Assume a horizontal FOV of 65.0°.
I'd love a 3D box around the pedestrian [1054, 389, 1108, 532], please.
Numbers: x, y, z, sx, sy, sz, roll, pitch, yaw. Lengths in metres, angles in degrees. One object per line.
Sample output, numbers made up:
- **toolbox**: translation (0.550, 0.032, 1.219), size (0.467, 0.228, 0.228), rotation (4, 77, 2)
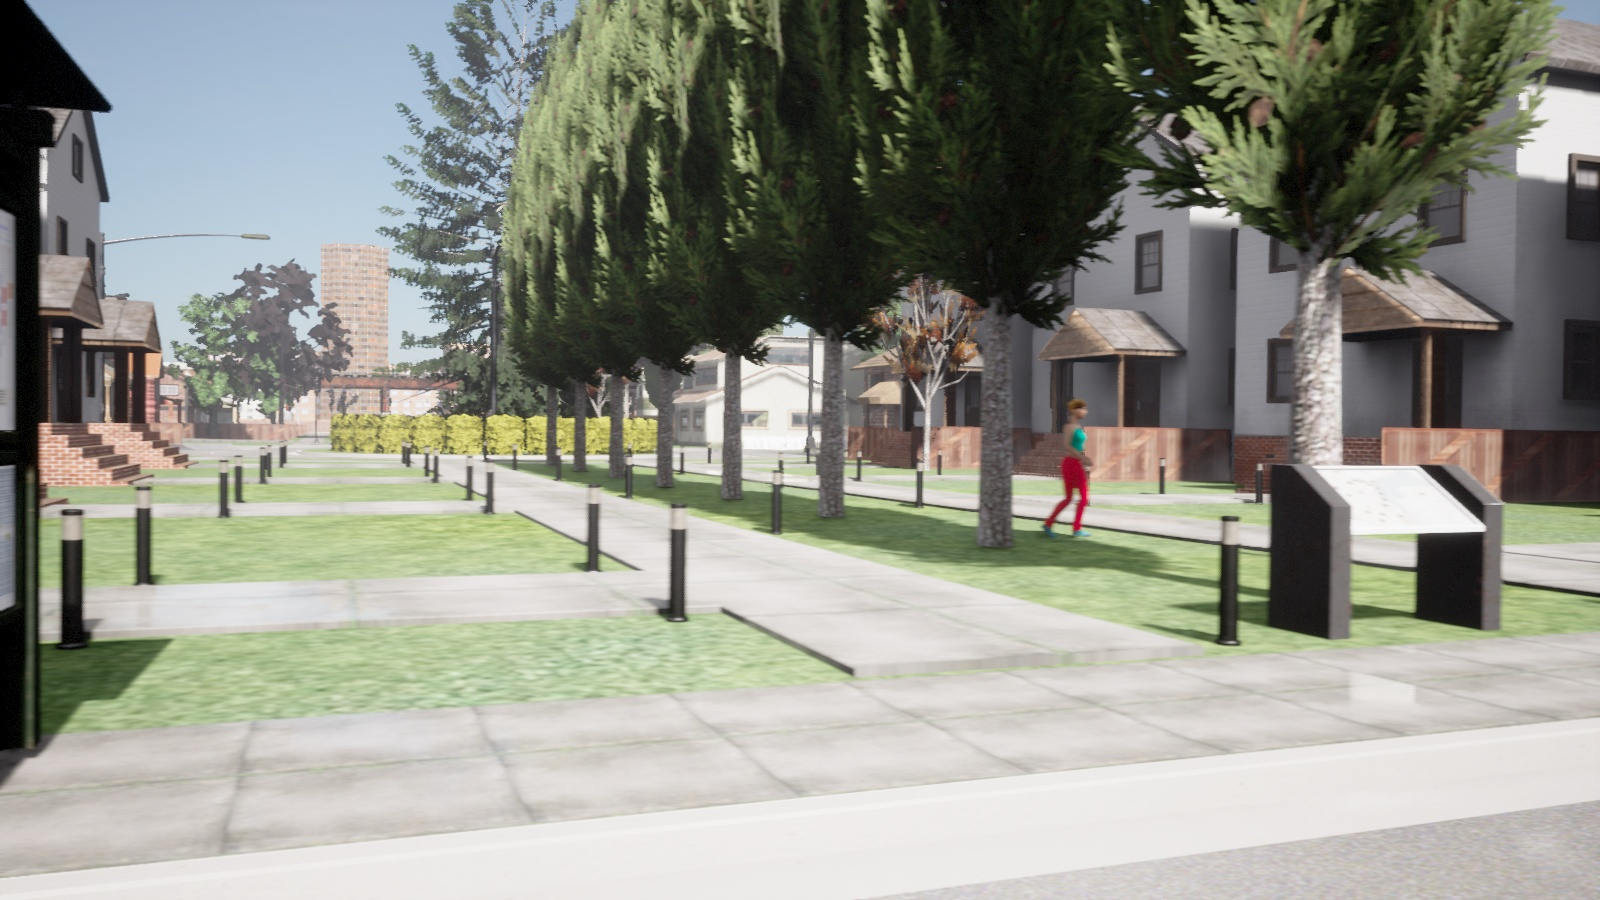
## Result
- **pedestrian**: translation (3.678, 0.134, 16.414), size (0.594, 1.836, 0.345), rotation (0, 1, 33)
